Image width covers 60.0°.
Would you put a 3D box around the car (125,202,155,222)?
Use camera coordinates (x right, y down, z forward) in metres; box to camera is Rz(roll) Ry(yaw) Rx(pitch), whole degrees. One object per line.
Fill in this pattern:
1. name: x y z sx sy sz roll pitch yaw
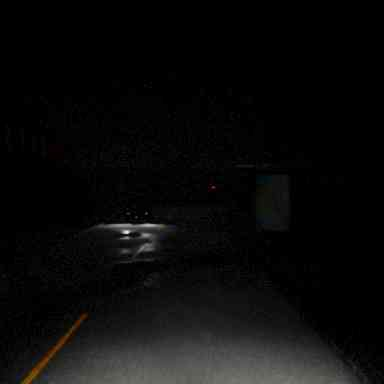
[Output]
1. car: -4.007 1.529 26.279 1.812 1.442 4.674 0 0 0
